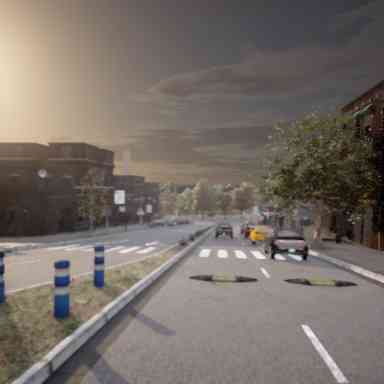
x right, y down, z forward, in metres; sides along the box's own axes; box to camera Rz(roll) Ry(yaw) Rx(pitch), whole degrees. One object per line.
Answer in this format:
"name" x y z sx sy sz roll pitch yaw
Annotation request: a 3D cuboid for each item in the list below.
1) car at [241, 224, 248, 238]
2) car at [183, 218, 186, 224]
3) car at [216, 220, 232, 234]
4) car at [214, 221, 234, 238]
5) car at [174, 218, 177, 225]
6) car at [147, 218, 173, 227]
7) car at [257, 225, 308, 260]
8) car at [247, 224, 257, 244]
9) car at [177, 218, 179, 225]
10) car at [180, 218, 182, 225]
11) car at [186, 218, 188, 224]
"car" 6.847 4.344 37.341 1.882 1.535 5.008 1 -5 6
"car" -5.141 8.392 92.272 4.892 1.521 2.231 2 -4 -14
"car" 4.594 4.982 47.596 2.097 1.767 4.553 1 -5 6
"car" 3.519 4.204 36.325 1.837 1.490 4.892 1 -5 6
"car" -6.635 7.186 77.145 4.792 1.488 2.163 2 -4 -14
"car" -7.164 6.669 71.104 4.892 1.521 2.231 2 -4 -15
"car" 5.035 2.787 18.358 2.128 1.511 4.902 1 -5 6
"car" 5.974 3.585 28.162 1.882 1.535 5.008 1 -5 6
"car" -6.494 7.395 80.133 5.366 1.575 1.946 2 -4 -14
"car" -5.697 7.773 86.242 4.553 1.767 2.185 2 -4 -14
"car" -4.877 8.386 95.303 5.566 2.045 2.435 2 -4 -14
